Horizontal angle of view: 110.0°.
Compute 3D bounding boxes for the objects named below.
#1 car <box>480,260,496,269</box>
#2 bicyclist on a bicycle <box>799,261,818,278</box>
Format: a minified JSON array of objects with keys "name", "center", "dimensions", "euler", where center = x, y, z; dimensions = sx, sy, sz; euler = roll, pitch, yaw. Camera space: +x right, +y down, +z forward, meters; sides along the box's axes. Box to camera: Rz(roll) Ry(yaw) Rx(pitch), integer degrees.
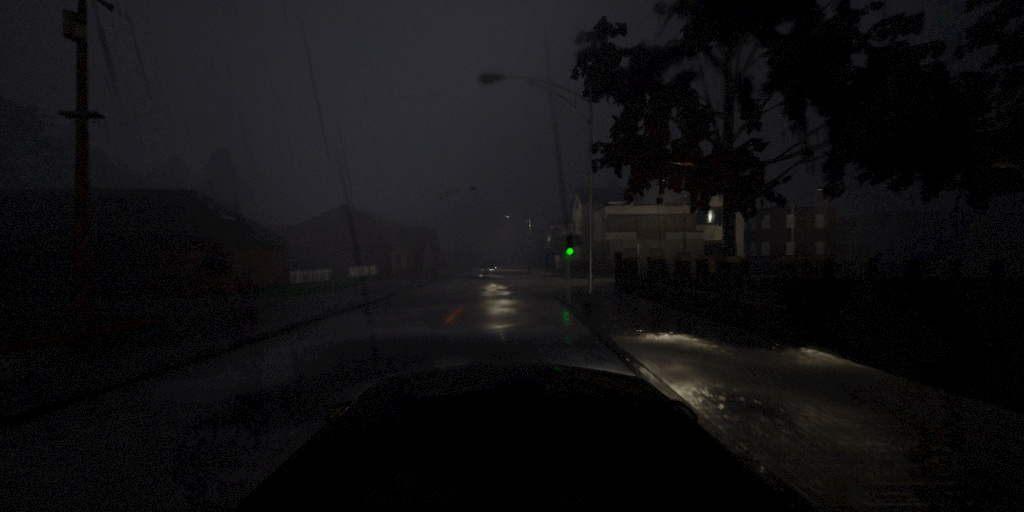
[{"name":"car","center":[-4.043,1.378,58.827],"dimensions":[1.812,1.442,4.674],"euler":[0,0,1]},{"name":"bicyclist on a bicycle","center":[18.640,1.137,22.536],"dimensions":[0.582,1.620,1.656],"euler":[0,0,0]}]
